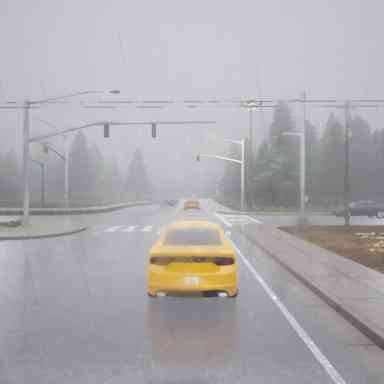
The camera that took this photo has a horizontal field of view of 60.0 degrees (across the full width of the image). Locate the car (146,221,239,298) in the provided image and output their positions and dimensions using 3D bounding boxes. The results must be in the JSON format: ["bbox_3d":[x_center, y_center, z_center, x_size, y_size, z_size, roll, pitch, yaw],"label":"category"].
[{"bbox_3d":[0.043,1.474,8.599,1.882,1.535,5.008,0,0,1],"label":"car"}]

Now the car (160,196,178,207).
[{"bbox_3d":[-3.605,1.600,49.665,1.895,1.301,4.718,0,0,0],"label":"car"}]

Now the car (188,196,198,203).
[{"bbox_3d":[0.250,1.537,72.823,2.033,1.411,5.357,0,0,2],"label":"car"}]

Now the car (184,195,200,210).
[{"bbox_3d":[-0.011,1.478,42.262,1.882,1.535,5.008,0,0,0],"label":"car"}]

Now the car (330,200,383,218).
[{"bbox_3d":[14.890,1.531,29.587,4.892,1.490,1.837,0,0,1],"label":"car"}]

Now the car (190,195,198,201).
[{"bbox_3d":[0.641,1.442,83.215,1.837,1.490,4.892,0,0,2],"label":"car"}]
